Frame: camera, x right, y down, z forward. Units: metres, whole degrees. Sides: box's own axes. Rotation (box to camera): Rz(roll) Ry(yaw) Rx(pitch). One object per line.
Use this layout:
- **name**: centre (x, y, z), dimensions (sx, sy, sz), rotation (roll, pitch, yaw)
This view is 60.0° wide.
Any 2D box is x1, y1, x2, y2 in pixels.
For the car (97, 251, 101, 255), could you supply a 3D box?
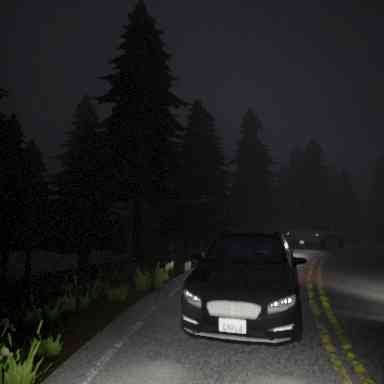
- **car**: centre (-19.904, 13.597, 73.238), dimensions (4.181, 1.381, 1.994), rotation (-2, -5, 31)

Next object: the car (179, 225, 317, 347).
- **car**: centre (1.175, 1.559, 6.758), dimensions (2.128, 1.511, 4.902), rotation (-1, -2, 15)

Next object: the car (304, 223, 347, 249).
- **car**: centre (6.849, 2.335, 18.146), dimensions (1.895, 1.301, 4.718), rotation (-3, -7, 40)
